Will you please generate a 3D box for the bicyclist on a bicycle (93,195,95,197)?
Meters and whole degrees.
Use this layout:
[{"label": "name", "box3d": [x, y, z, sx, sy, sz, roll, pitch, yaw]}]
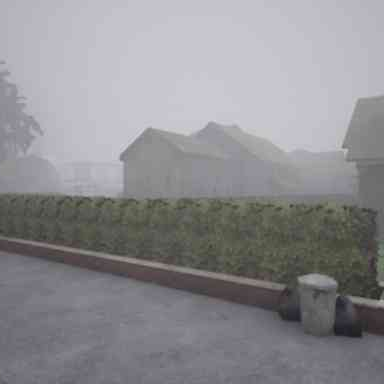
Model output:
[{"label": "bicyclist on a bicycle", "box3d": [-8.913, 1.109, 30.455, 1.656, 1.620, 0.582, 0, 0, 35]}]
